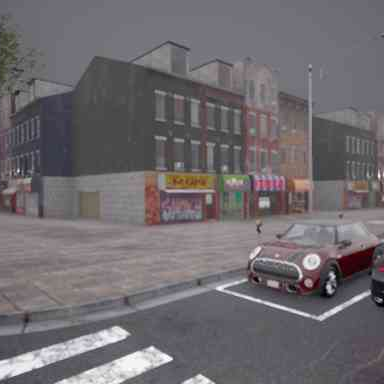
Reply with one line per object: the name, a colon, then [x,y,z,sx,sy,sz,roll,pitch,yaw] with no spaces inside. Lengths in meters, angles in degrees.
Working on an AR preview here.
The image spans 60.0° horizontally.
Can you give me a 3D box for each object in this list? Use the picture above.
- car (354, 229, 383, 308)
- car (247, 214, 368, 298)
car: [5.325,1.494,6.815,4.892,1.490,1.837,0,0,-42]
car: [3.201,1.435,8.456,4.097,1.590,1.967,0,0,-42]
